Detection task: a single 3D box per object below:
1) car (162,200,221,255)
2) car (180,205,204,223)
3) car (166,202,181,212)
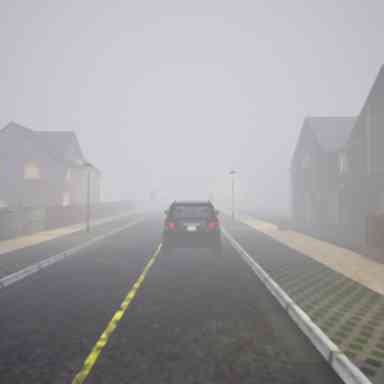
[{"bbox_3d":[-0.006,1.364,14.029,2.150,2.045,5.566,0,-1,0],"label":"car"},{"bbox_3d":[-0.011,1.911,29.287,1.994,1.385,4.181,0,-1,0],"label":"car"},{"bbox_3d":[-2.780,2.247,50.454,1.994,1.385,4.181,0,-1,0],"label":"car"}]
